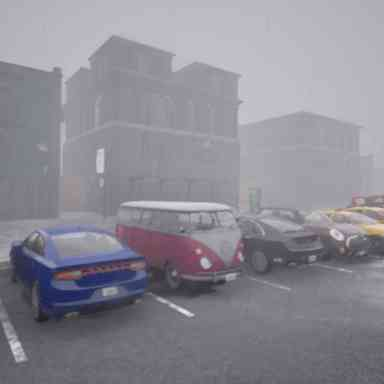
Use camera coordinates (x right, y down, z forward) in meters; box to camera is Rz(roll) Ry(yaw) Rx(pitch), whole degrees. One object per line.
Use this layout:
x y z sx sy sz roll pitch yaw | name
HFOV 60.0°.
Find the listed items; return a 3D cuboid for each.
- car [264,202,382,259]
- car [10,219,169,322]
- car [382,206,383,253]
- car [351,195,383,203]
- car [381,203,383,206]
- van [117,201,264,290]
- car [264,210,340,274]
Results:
4.107 1.345 12.411 2.185 1.767 4.553 0 0 -35 | car
-2.772 1.478 7.461 2.097 1.535 5.008 0 0 -35 | car
6.397 1.464 13.778 1.946 1.575 5.366 0 0 -35 | car
10.838 1.209 17.137 2.435 2.045 5.566 0 0 -35 | car
8.552 1.464 15.549 2.097 1.535 5.008 0 0 -35 | car
-0.442 1.250 8.986 1.878 1.987 4.442 0 0 -35 | van
1.761 1.475 10.692 2.231 1.521 4.892 0 0 -35 | car
